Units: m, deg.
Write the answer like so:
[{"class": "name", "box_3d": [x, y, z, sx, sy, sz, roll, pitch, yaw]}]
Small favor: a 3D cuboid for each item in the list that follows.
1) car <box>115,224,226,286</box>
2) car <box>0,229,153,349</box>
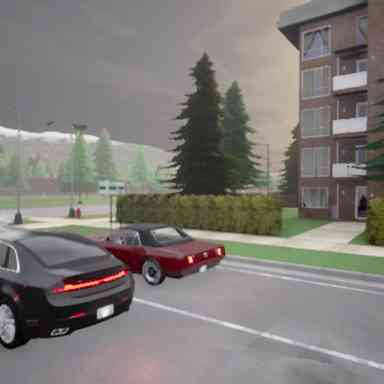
[{"class": "car", "box_3d": [-1.534, 1.557, 9.336, 4.718, 1.301, 1.895, 0, 0, 36]}, {"class": "car", "box_3d": [-3.212, 1.464, 6.231, 4.892, 1.490, 1.837, 0, 0, 36]}]
